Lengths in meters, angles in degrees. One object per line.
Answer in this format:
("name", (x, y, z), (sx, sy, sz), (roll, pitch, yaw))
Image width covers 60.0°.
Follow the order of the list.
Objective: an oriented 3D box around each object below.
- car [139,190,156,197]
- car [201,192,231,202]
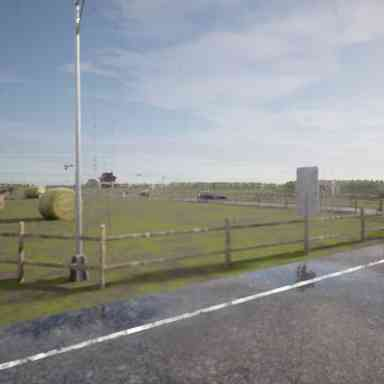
("car", (-8.565, 0.273, 63.851), (1.812, 1.442, 4.674), (0, 1, -34))
("car", (3.344, 0.691, 46.707), (1.895, 1.301, 4.718), (0, 1, -36))
